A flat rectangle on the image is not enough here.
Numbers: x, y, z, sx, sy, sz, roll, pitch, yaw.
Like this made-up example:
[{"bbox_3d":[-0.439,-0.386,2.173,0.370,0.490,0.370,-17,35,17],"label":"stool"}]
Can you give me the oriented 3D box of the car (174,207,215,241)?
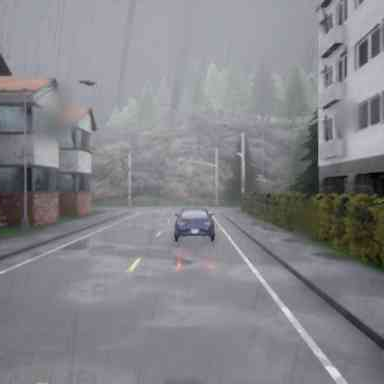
[{"bbox_3d":[0.115,1.462,16.211,1.812,1.442,4.674,0,0,0],"label":"car"}]
